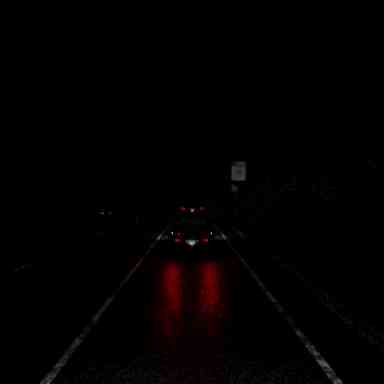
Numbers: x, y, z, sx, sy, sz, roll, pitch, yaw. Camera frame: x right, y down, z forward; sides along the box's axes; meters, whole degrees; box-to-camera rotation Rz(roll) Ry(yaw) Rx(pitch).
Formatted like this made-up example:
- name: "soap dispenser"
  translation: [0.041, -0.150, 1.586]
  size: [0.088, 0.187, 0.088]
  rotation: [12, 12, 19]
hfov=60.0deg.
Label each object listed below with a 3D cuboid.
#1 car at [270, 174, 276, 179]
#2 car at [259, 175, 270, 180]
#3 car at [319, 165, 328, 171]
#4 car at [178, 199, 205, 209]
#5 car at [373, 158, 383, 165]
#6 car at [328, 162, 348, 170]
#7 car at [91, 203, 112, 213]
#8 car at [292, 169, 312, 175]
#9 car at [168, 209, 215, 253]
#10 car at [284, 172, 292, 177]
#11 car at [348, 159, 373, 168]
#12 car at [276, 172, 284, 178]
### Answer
- name: "car"
  translation: [21.097, -3.717, 80.318]
  size: [2.185, 1.767, 4.553]
  rotation: [0, 0, -1]
- name: "car"
  translation: [20.852, -3.594, 91.332]
  size: [2.231, 1.521, 4.892]
  rotation: [0, 0, -1]
- name: "car"
  translation: [21.710, -3.534, 52.693]
  size: [2.231, 1.521, 4.892]
  rotation: [0, 0, -1]
- name: "car"
  translation: [-0.033, 1.594, 29.029]
  size: [2.150, 2.045, 5.566]
  rotation: [0, -1, -1]
- name: "car"
  translation: [22.431, -3.417, 36.095]
  size: [2.097, 1.535, 5.008]
  rotation: [0, 0, -4]
- name: "car"
  translation: [21.841, -3.509, 47.175]
  size: [2.231, 1.521, 4.892]
  rotation: [0, 0, -1]
- name: "car"
  translation: [-17.994, 3.186, 65.785]
  size: [2.150, 2.045, 5.566]
  rotation: [0, -3, -40]
- name: "car"
  translation: [21.467, -3.686, 63.631]
  size: [2.185, 1.767, 4.553]
  rotation: [0, 0, -1]
- name: "car"
  translation: [0.000, 1.663, 14.314]
  size: [1.812, 1.442, 4.674]
  rotation: [0, 0, 0]
- name: "car"
  translation: [21.346, -3.532, 69.124]
  size: [2.002, 1.452, 4.674]
  rotation: [0, 0, -1]
- name: "car"
  translation: [22.077, -3.425, 41.632]
  size: [2.002, 1.452, 4.674]
  rotation: [0, 0, -3]
- name: "car"
  translation: [21.220, -3.710, 74.798]
  size: [2.185, 1.767, 4.553]
  rotation: [0, 0, -1]
